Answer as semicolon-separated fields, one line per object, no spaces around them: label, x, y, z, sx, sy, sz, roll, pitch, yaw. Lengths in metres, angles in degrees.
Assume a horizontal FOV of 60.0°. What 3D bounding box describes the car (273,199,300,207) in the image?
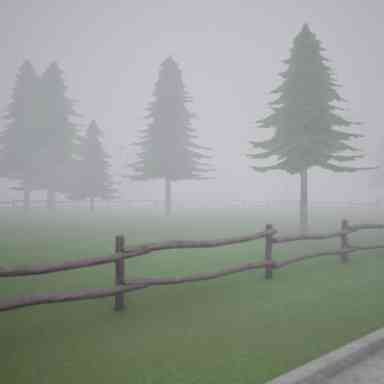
car;16.810;2.011;59.539;4.674;1.442;1.812;0;0;29

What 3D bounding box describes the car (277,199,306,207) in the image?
car;18.631;2.022;62.111;4.892;1.490;1.837;0;0;30
